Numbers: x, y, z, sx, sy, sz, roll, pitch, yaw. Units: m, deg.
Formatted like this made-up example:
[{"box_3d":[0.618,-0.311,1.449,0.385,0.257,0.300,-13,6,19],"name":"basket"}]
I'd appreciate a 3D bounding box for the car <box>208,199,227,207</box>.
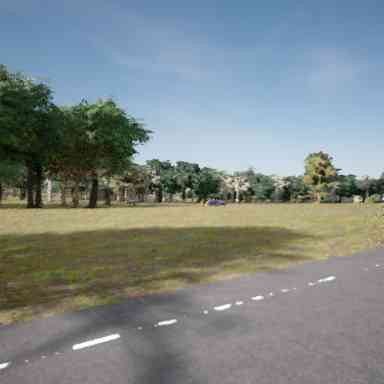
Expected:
[{"box_3d":[5.036,2.169,65.973,1.994,1.385,4.181,2,-2,-36],"name":"car"}]
